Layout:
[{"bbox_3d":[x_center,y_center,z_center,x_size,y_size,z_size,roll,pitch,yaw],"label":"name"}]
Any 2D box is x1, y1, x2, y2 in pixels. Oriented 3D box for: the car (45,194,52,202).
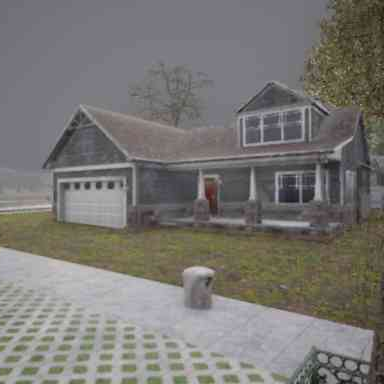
[{"bbox_3d":[-15.718,0.409,41.246,1.837,1.490,4.892,0,2,38],"label":"car"}]
